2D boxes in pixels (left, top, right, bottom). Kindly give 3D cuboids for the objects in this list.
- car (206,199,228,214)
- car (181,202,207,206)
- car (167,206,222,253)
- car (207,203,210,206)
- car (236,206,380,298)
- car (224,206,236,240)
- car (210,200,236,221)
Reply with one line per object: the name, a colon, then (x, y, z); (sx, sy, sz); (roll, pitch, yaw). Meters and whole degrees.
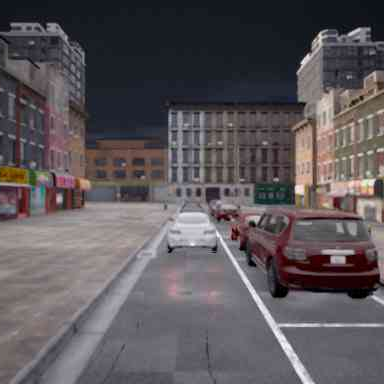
car: (2.588, 1.506, 35.909); (2.008, 1.369, 4.403); (0, 0, 0)
car: (0.000, 1.527, 27.963); (1.994, 1.385, 4.181); (0, 0, 0)
car: (0.028, 1.504, 13.539); (1.812, 1.442, 4.674); (0, 0, 0)
car: (2.597, 1.400, 30.406); (1.967, 1.590, 4.097); (0, 0, 0)
car: (2.633, 1.301, 8.391); (2.192, 1.841, 5.009); (0, 0, 0)
car: (2.622, 1.523, 13.895); (1.887, 1.381, 4.507); (0, 0, 0)
car: (2.605, 1.510, 24.902); (1.887, 1.381, 4.507); (0, 0, 0)
